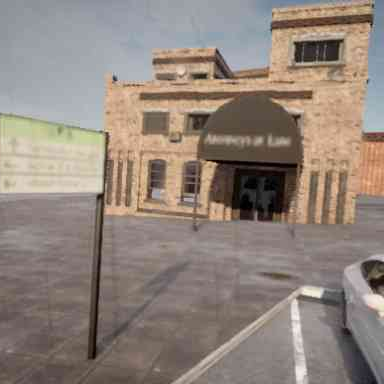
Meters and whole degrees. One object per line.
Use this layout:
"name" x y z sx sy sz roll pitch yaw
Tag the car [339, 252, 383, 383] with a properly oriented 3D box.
"car" 2.940 1.512 3.839 2.002 1.452 4.674 1 -1 15
